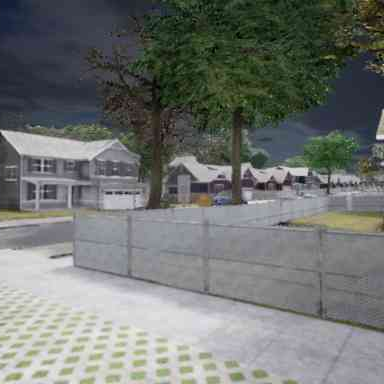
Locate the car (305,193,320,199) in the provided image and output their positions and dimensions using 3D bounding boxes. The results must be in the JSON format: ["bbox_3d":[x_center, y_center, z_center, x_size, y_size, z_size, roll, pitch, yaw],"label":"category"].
[{"bbox_3d":[17.886,0.920,50.132,1.812,1.442,4.674,1,2,35],"label":"car"}]

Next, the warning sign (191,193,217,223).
[{"bbox_3d":[0.772,0.992,21.672,1.300,1.860,1.060,1,0,35],"label":"warning sign"}]

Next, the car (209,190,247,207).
[{"bbox_3d":[3.809,0.843,35.202,2.150,2.045,5.566,1,2,35],"label":"car"}]

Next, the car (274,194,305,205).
[{"bbox_3d":[11.903,1.040,41.636,2.128,1.511,4.902,1,2,36],"label":"car"}]
